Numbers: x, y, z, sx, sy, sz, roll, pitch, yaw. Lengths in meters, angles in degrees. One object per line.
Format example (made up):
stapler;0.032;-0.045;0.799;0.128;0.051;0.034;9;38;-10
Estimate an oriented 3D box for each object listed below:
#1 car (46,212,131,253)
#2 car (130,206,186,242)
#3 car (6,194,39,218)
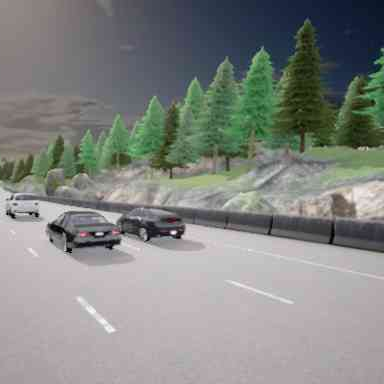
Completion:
car;-4.643;1.518;13.775;2.033;1.411;5.357;0;0;-33
car;-2.130;1.476;16.320;1.837;1.490;4.892;0;0;-33
car;-15.077;1.152;29.557;2.150;2.045;5.566;0;0;-33
